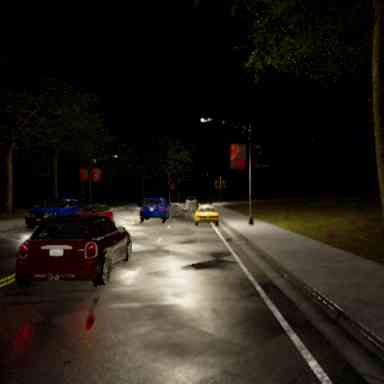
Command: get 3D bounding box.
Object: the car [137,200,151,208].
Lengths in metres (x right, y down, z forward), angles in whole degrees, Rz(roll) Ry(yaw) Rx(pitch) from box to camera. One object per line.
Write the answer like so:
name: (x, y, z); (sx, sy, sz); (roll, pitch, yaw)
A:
car: (-9.565, 2.368, 66.288); (1.895, 1.301, 4.718); (0, -1, 3)

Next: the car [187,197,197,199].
car: (-0.006, 1.933, 62.089); (2.150, 2.045, 5.566); (0, -1, 3)

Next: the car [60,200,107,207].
car: (-6.624, 1.594, 22.023); (2.097, 1.767, 4.553); (0, -1, 0)

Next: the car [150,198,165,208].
car: (-6.464, 2.083, 63.044); (2.097, 1.767, 4.553); (0, -1, 2)

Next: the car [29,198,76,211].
car: (-9.879, 1.488, 24.168); (2.150, 2.045, 5.566); (0, -1, 0)

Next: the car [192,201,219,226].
car: (1.107, 1.744, 26.074); (1.801, 1.575, 5.366); (0, -1, 0)

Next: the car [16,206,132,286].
car: (-3.162, 1.459, 9.881); (2.097, 1.767, 4.553); (0, -1, 0)

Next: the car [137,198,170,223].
car: (-3.184, 1.543, 28.975); (2.150, 2.045, 5.566); (0, -1, 0)

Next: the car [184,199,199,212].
car: (-0.041, 2.059, 46.860); (1.812, 1.442, 4.674); (0, 0, 0)
